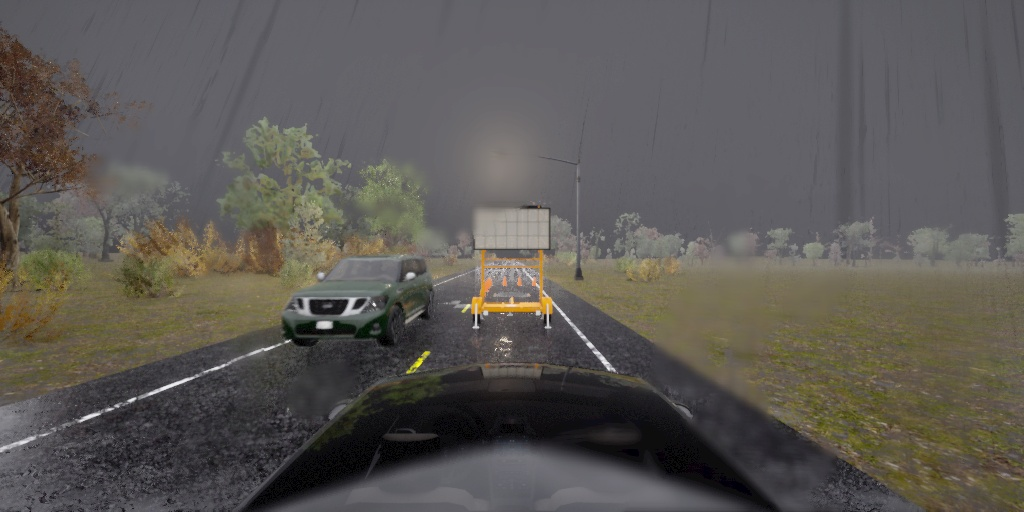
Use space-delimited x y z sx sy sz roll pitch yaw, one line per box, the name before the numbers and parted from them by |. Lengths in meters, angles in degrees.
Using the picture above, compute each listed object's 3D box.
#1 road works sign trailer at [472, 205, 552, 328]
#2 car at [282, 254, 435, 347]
road works sign trailer | 0.000 0.216 11.326 2.380 3.560 2.880 0 0 0
car | -3.600 0.973 9.655 2.150 2.045 5.566 0 0 0
